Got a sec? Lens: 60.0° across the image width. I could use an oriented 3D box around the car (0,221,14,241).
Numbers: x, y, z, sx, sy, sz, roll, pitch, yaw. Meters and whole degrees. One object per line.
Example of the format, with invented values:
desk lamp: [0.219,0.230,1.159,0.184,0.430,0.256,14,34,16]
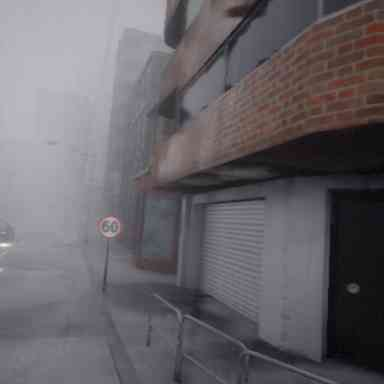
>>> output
car: [-15.050,2.963,25.844,1.812,1.442,4.674,6,-6,-20]
